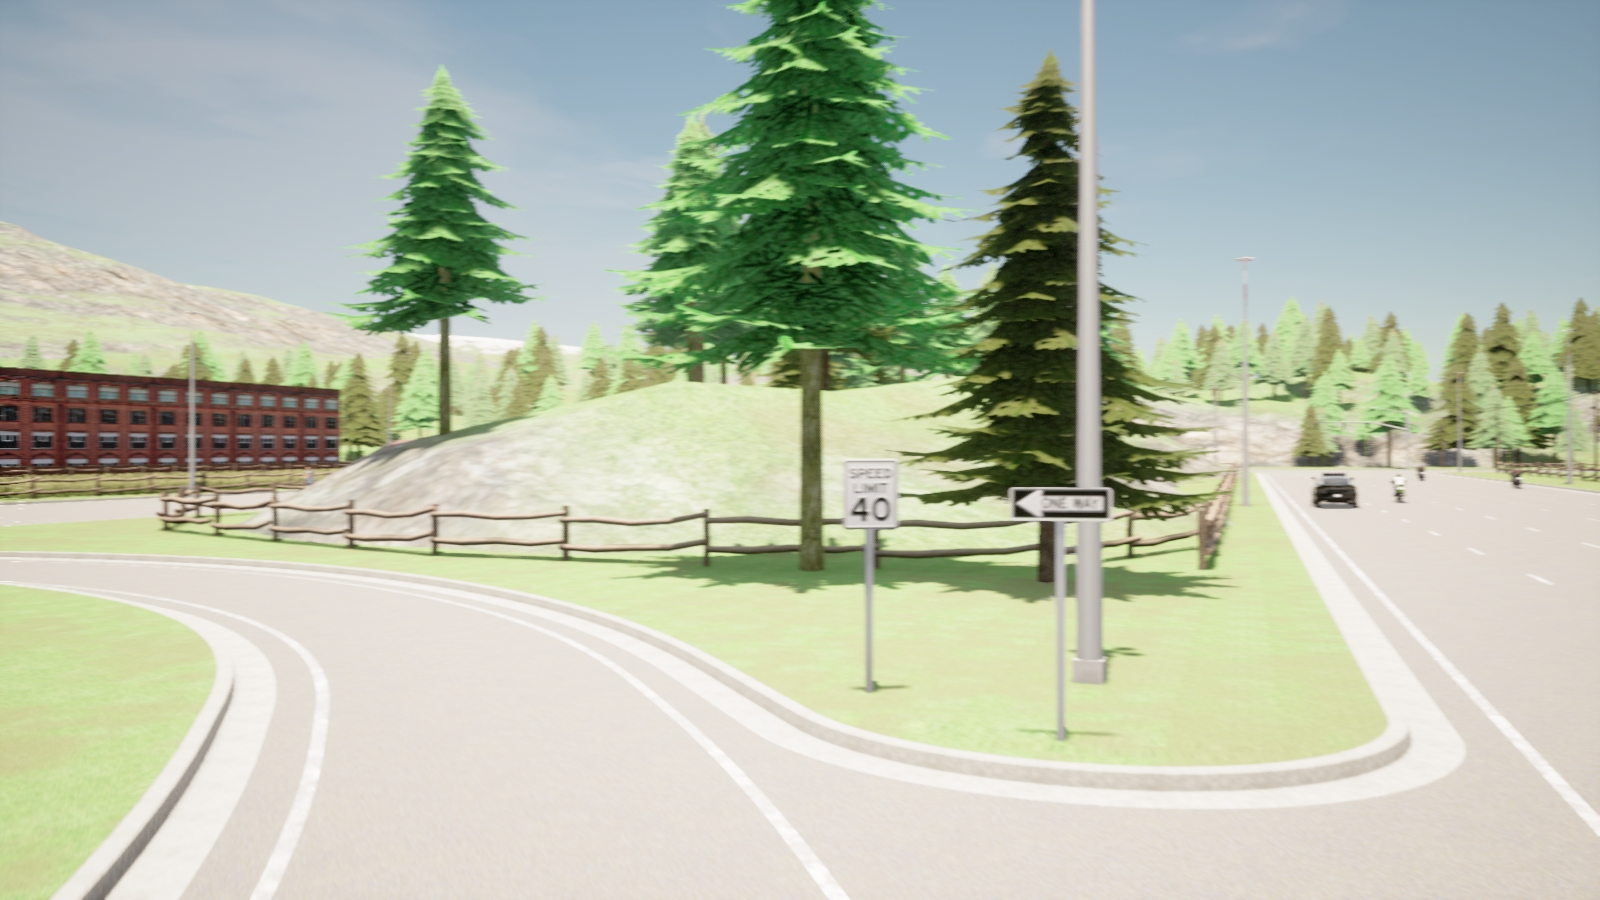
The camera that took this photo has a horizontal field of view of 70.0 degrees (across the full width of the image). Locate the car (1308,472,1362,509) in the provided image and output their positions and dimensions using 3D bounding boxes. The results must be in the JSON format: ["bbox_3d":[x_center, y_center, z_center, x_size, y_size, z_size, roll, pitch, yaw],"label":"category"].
[{"bbox_3d":[26.517,1.965,56.790,2.097,1.638,5.238,0,0,21],"label":"car"}]

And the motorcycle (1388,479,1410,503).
[{"bbox_3d":[31.686,2.161,60.442,0.803,1.199,2.033,0,0,21],"label":"motorcycle"}]
